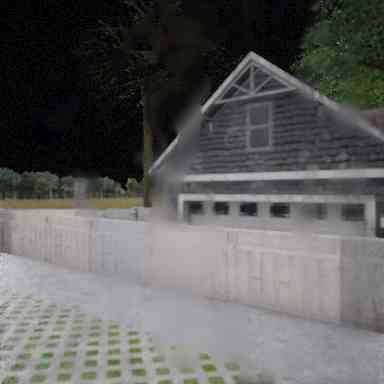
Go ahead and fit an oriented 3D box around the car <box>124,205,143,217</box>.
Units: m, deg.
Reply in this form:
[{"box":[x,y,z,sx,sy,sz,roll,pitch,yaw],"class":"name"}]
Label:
[{"box":[-5.266,1.981,32.353,1.994,1.385,4.181,0,-1,35],"class":"car"}]
